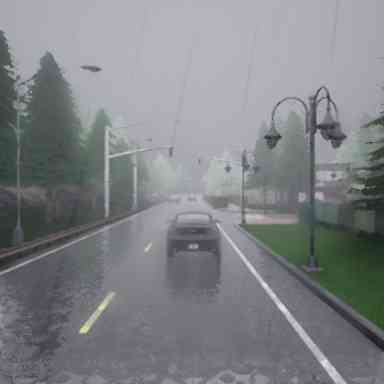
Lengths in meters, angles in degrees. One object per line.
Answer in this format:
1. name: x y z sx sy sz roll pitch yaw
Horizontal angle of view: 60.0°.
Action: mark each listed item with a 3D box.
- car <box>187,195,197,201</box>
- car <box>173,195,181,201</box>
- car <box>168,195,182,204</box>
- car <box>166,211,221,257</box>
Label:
1. car: -0.011 1.351 73.345 1.994 1.385 4.181 0 0 0
2. car: -3.512 1.425 79.926 1.812 1.442 4.674 0 0 0
3. car: -3.524 1.476 64.391 1.812 1.442 4.674 0 0 0
4. car: 0.061 1.493 12.870 1.837 1.490 4.892 0 0 0
